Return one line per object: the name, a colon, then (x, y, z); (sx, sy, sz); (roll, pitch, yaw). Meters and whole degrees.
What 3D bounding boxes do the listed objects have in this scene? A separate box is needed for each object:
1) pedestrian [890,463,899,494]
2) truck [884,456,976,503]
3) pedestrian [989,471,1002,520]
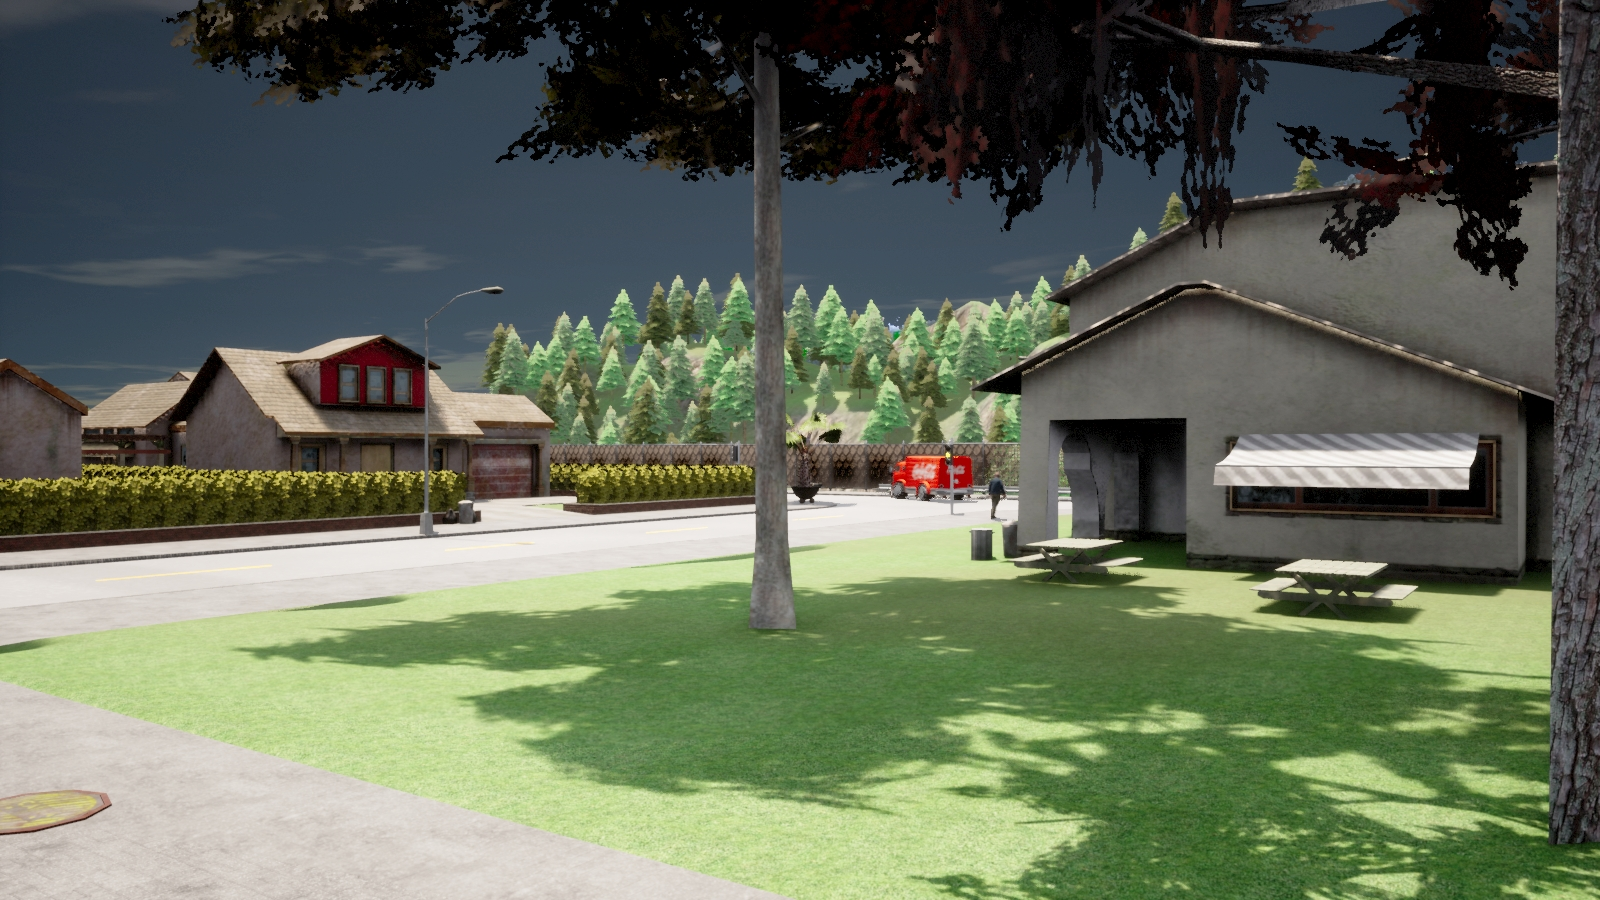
pedestrian: (5.767, 1.745, 69.741); (0.375, 1.860, 0.375); (0, 0, -23)
truck: (7.181, 1.568, 63.652); (2.627, 2.467, 5.204); (0, 0, -27)
pedestrian: (7.503, 1.737, 43.859); (0.375, 1.860, 0.375); (0, 0, 35)
